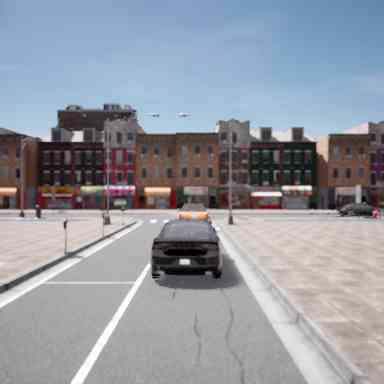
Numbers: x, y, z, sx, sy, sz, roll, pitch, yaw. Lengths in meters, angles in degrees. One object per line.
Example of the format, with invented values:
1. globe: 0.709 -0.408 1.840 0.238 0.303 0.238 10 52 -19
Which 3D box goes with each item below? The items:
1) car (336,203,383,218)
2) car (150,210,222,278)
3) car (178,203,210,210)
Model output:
1. car: 16.556 1.806 32.484 4.674 1.442 1.812 0 0 1
2. car: -0.102 1.557 10.487 1.882 1.535 5.008 0 -1 2
3. car: 0.139 1.516 21.545 2.097 1.767 4.553 0 0 1
